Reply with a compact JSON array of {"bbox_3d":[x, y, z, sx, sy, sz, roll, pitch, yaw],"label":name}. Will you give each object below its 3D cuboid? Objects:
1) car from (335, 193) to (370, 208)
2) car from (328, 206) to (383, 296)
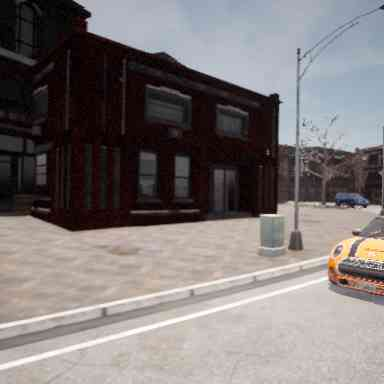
[{"bbox_3d":[21.598,1.123,45.125,2.150,2.045,5.566,1,0,-6],"label":"car"},{"bbox_3d":[5.310,1.368,8.321,4.553,1.767,2.097,0,0,-41],"label":"car"}]
